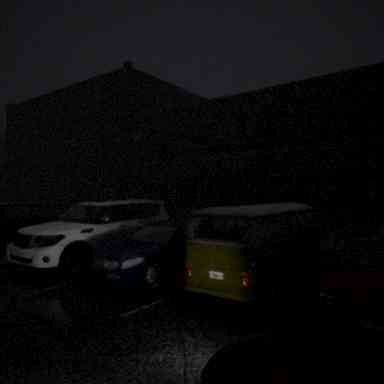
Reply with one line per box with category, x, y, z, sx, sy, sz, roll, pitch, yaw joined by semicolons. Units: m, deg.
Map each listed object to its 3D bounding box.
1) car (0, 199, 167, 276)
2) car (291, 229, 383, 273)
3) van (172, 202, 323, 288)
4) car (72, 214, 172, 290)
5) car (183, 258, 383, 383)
car;-2.963;1.283;11.044;2.435;2.045;5.566;-1;0;36
car;3.787;1.481;6.261;2.097;1.535;5.008;0;0;36
van;1.706;1.269;7.884;1.878;1.987;4.442;-1;0;36
car;-0.698;1.553;9.464;2.002;1.452;4.674;-1;0;36
car;2.158;1.522;1.838;4.674;1.442;1.812;0;0;36
